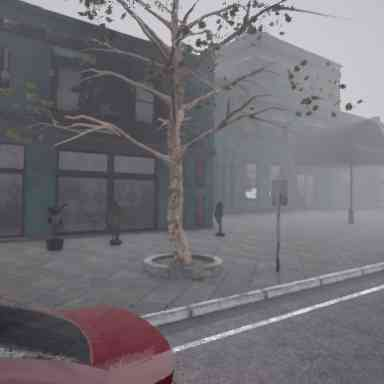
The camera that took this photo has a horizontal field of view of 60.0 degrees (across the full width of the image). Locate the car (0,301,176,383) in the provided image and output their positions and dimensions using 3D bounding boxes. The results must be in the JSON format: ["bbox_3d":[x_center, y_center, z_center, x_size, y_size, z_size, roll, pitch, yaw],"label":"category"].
[{"bbox_3d":[-2.411,1.479,1.647,5.008,1.535,1.882,1,-1,-35],"label":"car"}]
